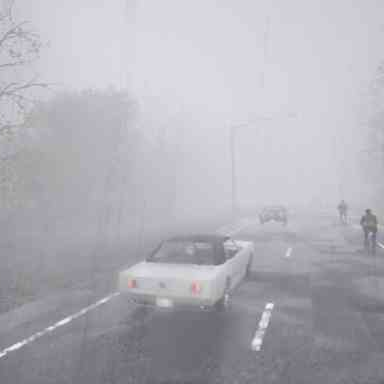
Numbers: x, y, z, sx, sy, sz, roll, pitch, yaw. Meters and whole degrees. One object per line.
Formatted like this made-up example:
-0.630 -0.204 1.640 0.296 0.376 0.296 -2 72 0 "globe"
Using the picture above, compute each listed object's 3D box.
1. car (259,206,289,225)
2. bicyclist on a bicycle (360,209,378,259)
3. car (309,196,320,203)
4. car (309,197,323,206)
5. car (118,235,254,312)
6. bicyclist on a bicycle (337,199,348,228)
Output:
6.273 1.684 25.063 1.895 1.301 4.718 -2 -1 19 "car"
6.069 1.401 11.371 0.582 1.620 1.656 -2 -1 19 "bicyclist on a bicycle"
25.484 1.601 69.331 1.895 1.301 4.718 -2 -1 19 "car"
20.930 1.560 56.123 1.994 1.385 4.181 -2 -1 19 "car"
0.254 1.676 7.988 1.895 1.301 4.718 -2 -1 19 "car"
9.282 1.323 20.489 0.659 1.776 1.843 -2 0 19 "bicyclist on a bicycle"
